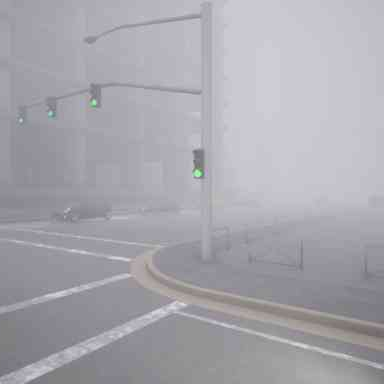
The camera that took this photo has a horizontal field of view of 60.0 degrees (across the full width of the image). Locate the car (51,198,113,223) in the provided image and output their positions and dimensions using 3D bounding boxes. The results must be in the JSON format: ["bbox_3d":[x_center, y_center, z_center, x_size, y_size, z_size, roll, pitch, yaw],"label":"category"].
[{"bbox_3d":[-8.329,1.296,25.407,2.097,1.767,4.553,0,0,36],"label":"car"}]

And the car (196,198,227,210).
[{"bbox_3d":[2.385,1.421,40.519,1.882,1.535,5.008,0,0,36],"label":"car"}]

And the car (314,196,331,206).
[{"bbox_3d":[21.844,1.422,55.548,1.882,1.535,5.008,0,0,35],"label":"car"}]

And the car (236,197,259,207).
[{"bbox_3d":[8.245,1.470,48.733,1.812,1.442,4.674,0,0,36],"label":"car"}]

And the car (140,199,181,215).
[{"bbox_3d":[-3.065,1.435,32.831,2.128,1.511,4.902,0,0,35],"label":"car"}]
